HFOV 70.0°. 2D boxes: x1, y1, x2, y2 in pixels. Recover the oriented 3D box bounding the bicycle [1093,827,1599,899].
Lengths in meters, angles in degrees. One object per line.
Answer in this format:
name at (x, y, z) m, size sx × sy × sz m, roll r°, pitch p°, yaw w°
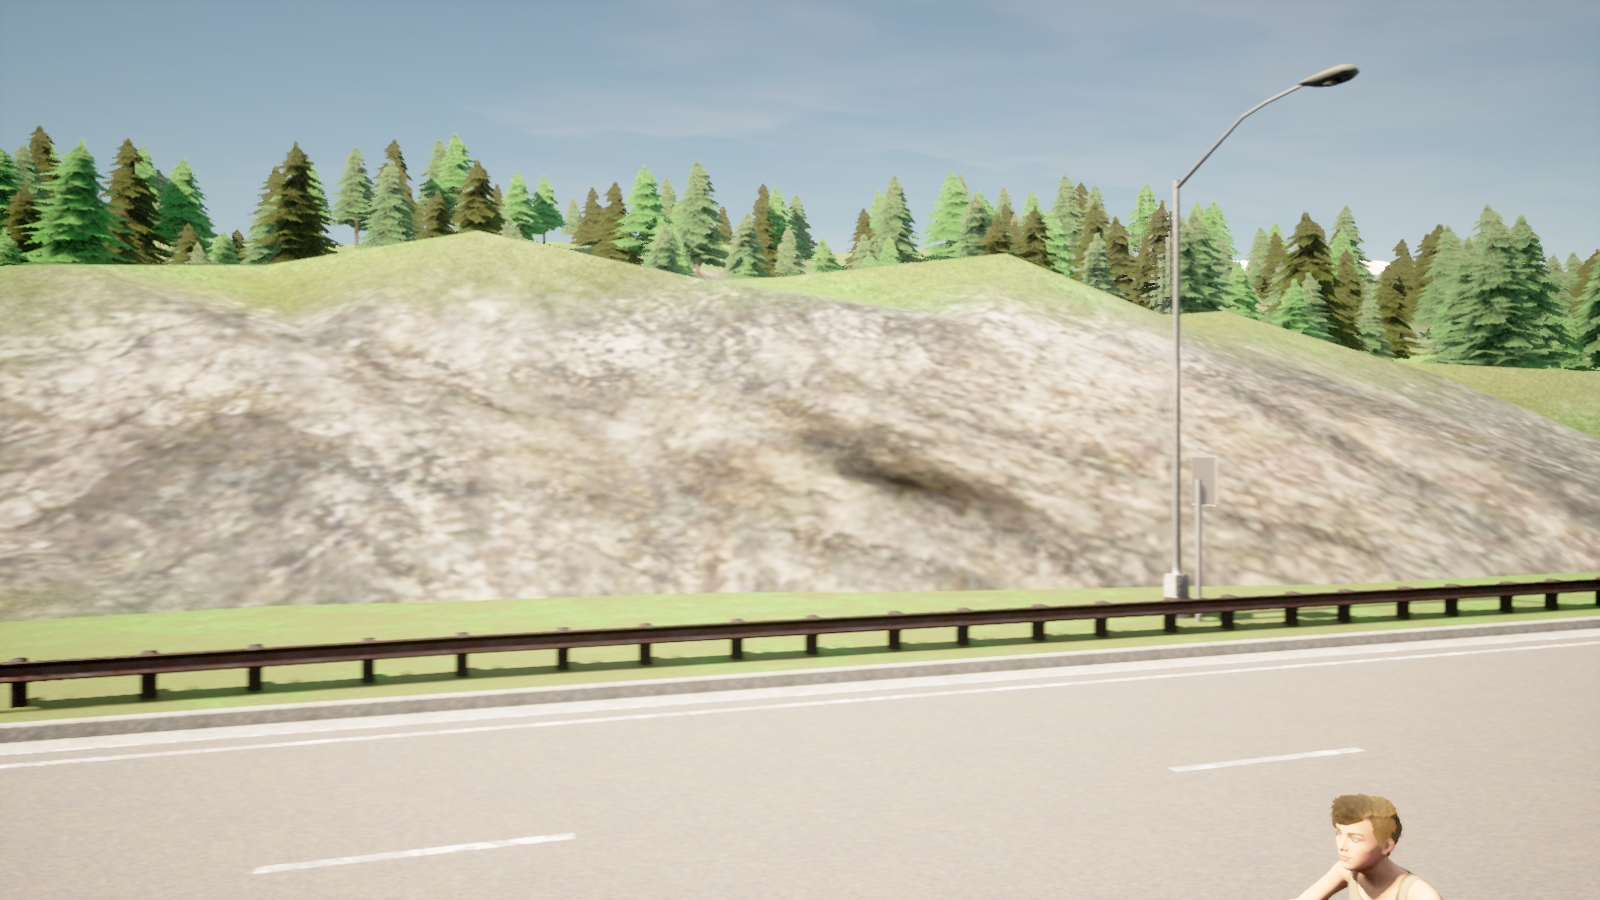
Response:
bicycle at (1.900, 2.158, 3.954) m, size 1.487 × 1.277 × 0.859 m, roll 0°, pitch 0°, yaw -19°
